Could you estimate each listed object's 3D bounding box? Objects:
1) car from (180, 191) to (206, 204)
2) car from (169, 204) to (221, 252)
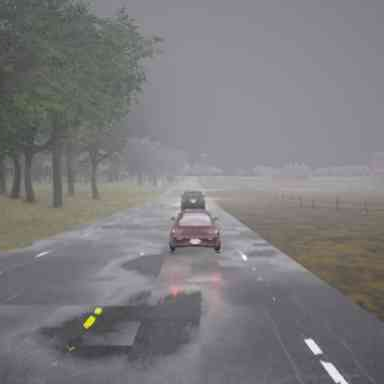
[{"bbox_3d":[0.100,0.872,30.736,2.150,2.045,5.566,0,1,0],"label":"car"},{"bbox_3d":[0.103,1.439,13.314,1.812,1.442,4.674,0,1,0],"label":"car"}]
